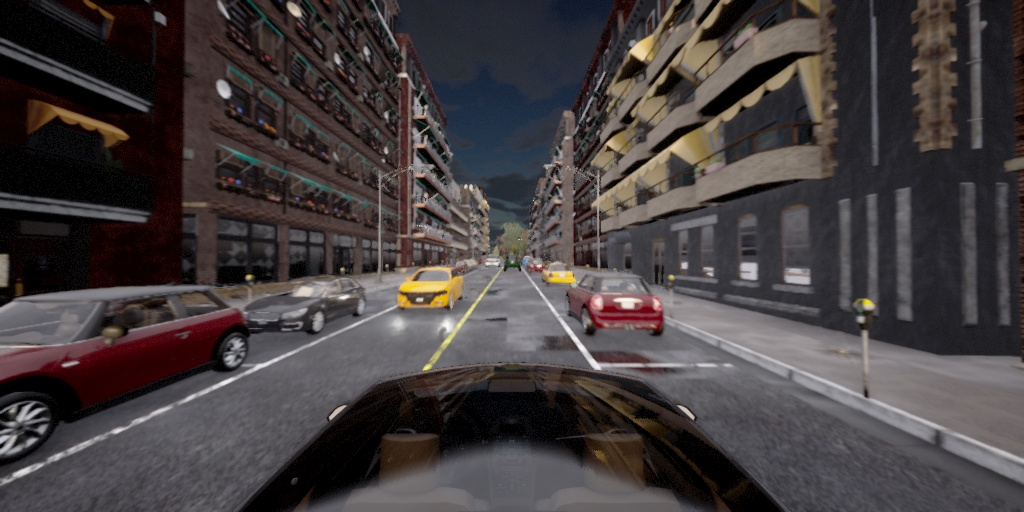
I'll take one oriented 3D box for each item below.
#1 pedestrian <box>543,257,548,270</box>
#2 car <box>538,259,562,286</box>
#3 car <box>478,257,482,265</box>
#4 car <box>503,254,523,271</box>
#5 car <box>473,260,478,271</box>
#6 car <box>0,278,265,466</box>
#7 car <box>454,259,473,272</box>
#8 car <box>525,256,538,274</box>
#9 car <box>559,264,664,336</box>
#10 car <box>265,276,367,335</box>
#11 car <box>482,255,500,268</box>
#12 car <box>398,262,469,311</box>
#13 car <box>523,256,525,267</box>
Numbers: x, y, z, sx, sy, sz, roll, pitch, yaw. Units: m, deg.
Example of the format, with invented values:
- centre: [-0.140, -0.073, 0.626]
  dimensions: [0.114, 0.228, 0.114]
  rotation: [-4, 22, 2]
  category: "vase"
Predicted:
- centre: [2.525, 0.965, 27.039]
  dimensions: [0.375, 1.860, 0.375]
  rotation: [1, -1, -3]
  category: "pedestrian"
- centre: [3.011, 1.136, 24.057]
  dimensions: [1.801, 1.575, 5.366]
  rotation: [0, 0, 0]
  category: "car"
- centre: [-5.668, 1.127, 49.824]
  dimensions: [1.751, 1.417, 4.829]
  rotation: [0, 0, 0]
  category: "car"
- centre: [0.081, 0.834, 45.032]
  dimensions: [2.150, 2.045, 5.566]
  rotation: [0, 0, 0]
  category: "car"
- centre: [-5.670, 1.144, 44.163]
  dimensions: [1.751, 1.417, 4.829]
  rotation: [0, 0, 0]
  category: "car"
- centre: [-5.687, 1.180, 4.702]
  dimensions: [1.967, 1.591, 4.097]
  rotation: [0, 0, 0]
  category: "car"
- centre: [-5.673, 1.181, 38.672]
  dimensions: [1.888, 1.381, 4.507]
  rotation: [0, 0, 0]
  category: "car"
- centre: [2.708, 1.075, 38.628]
  dimensions: [1.967, 1.591, 4.097]
  rotation: [0, 0, 0]
  category: "car"
- centre: [2.696, 1.162, 10.319]
  dimensions: [1.967, 1.591, 4.097]
  rotation: [0, 0, 0]
  category: "car"
- centre: [-5.685, 1.273, 10.363]
  dimensions: [2.007, 1.370, 4.403]
  rotation: [0, 0, 0]
  category: "car"
- centre: [-3.003, 0.796, 56.968]
  dimensions: [2.150, 2.045, 5.566]
  rotation: [0, 0, 1]
  category: "car"
- centre: [-3.089, 1.187, 14.525]
  dimensions: [1.882, 1.535, 5.008]
  rotation: [0, 0, 0]
  category: "car"
- centre: [2.710, 1.058, 44.289]
  dimensions: [1.967, 1.591, 4.097]
  rotation: [0, 0, 0]
  category: "car"
